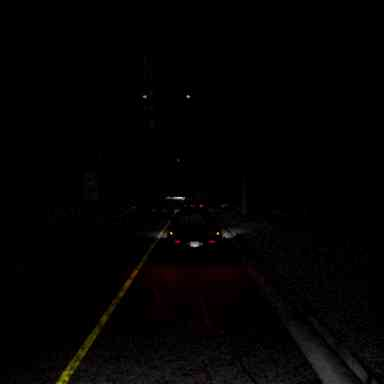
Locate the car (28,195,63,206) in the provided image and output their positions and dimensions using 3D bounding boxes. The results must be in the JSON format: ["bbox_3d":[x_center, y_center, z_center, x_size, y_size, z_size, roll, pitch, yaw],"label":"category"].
[{"bbox_3d":[-19.843,1.141,45.199,4.507,1.381,1.887,-1,1,0],"label":"car"}]

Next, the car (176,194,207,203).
[{"bbox_3d":[0.106,1.141,25.429,2.128,1.511,4.902,0,1,1],"label":"car"}]

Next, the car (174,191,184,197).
[{"bbox_3d":[-2.992,0.423,77.802,2.128,1.511,4.902,0,1,0],"label":"car"}]

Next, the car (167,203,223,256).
[{"bbox_3d":[0.095,1.358,12.224,1.812,1.442,4.674,0,1,0],"label":"car"}]

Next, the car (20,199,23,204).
[{"bbox_3d":[-25.637,1.180,45.168,4.829,1.417,1.752,-1,1,0],"label":"car"}]

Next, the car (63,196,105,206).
[{"bbox_3d":[-14.389,1.066,45.229,4.829,1.417,1.752,-1,1,0],"label":"car"}]
